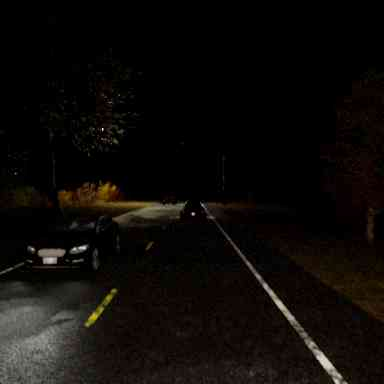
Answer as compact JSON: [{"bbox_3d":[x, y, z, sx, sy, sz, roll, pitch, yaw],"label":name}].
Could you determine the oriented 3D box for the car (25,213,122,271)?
[{"bbox_3d":[-3.604,1.474,10.885,2.128,1.511,4.902,0,0,0],"label":"car"}]

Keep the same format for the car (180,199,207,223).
[{"bbox_3d":[0.092,1.524,25.503,1.994,1.385,4.181,0,0,0],"label":"car"}]

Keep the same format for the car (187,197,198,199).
[{"bbox_3d":[0.089,1.448,41.535,1.837,1.490,4.892,0,0,0],"label":"car"}]

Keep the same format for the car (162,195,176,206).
[{"bbox_3d":[-3.510,1.218,51.673,1.882,1.535,5.008,0,0,0],"label":"car"}]
